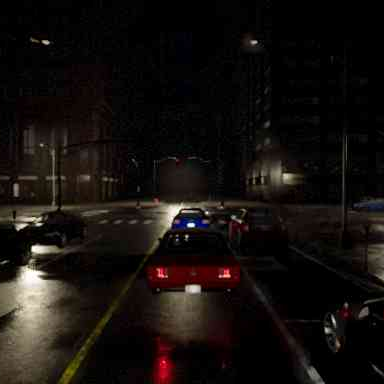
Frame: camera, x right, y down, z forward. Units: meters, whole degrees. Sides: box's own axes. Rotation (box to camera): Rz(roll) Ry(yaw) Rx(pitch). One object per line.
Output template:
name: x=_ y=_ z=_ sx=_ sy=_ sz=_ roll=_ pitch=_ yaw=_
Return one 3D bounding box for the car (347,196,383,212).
car: x=19.756 y=1.363 z=35.983 sx=5.357 sy=1.411 sz=2.033 roll=0 pitch=0 yaw=0

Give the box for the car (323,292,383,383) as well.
car: x=2.751 y=1.554 z=3.039 sx=1.947 sy=1.339 sz=4.313 roll=0 pitch=0 yaw=0

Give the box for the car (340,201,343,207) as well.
car: x=20.009 y=1.292 z=39.232 sx=4.892 sy=1.490 sz=1.837 roll=0 pitch=0 yaw=0

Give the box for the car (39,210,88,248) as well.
car: x=-5.808 y=1.499 z=14.284 sx=2.008 sy=1.369 sz=4.403 roll=0 pitch=0 yaw=0

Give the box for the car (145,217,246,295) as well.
car: x=0.037 y=1.569 z=8.607 sx=1.895 sy=1.301 sz=4.718 roll=0 pitch=0 yaw=0

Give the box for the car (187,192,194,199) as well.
car: x=-0.410 y=0.953 z=92.592 sx=2.097 sy=1.767 sz=4.553 roll=0 pitch=0 yaw=0

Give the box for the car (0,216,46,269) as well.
car: x=-5.791 y=1.534 z=8.647 sx=1.947 sy=1.339 sz=4.313 roll=0 pitch=0 yaw=0

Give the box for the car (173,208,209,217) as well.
car: x=-0.051 y=1.501 z=17.438 sx=1.994 sy=1.385 sz=4.181 roll=0 pitch=0 yaw=0

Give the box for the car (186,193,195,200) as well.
car: x=-0.339 y=1.110 z=82.584 sx=2.097 sy=1.767 sz=4.553 roll=0 pitch=0 yaw=0

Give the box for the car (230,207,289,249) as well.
car: x=2.717 y=1.389 z=14.310 sx=1.967 sy=1.590 sz=4.097 roll=0 pitch=0 yaw=0
